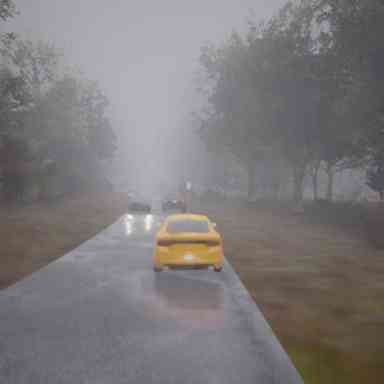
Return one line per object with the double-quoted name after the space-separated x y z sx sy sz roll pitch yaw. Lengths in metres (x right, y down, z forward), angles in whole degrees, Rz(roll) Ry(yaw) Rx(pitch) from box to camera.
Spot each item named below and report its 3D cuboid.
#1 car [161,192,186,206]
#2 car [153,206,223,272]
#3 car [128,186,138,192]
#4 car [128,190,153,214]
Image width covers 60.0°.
-1.782 0.805 31.258 2.097 1.767 4.553 1 2 -7 "car"
-0.172 1.462 10.842 1.882 1.535 5.008 0 1 -2 "car"
-12.301 -0.438 69.845 1.812 1.442 4.674 1 1 -15 "car"
-4.484 0.947 29.088 1.882 1.535 5.008 1 2 -7 "car"
